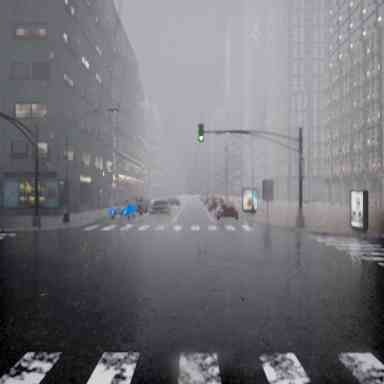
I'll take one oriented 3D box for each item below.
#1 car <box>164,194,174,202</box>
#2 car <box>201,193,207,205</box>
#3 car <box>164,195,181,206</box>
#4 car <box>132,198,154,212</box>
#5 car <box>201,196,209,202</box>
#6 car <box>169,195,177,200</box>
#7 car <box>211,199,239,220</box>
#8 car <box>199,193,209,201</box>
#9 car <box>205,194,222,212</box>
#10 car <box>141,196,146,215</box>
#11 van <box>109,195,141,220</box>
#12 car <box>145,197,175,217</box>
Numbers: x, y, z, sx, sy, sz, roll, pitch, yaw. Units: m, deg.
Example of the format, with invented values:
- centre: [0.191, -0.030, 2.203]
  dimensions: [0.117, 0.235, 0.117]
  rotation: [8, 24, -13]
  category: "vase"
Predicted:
- centre: [-5.392, 1.352, 77.002]
  dimensions: [1.967, 1.590, 4.097]
  rotation: [0, 0, 0]
  category: "car"
- centre: [2.906, 1.368, 54.860]
  dimensions: [1.967, 1.590, 4.097]
  rotation: [0, 0, 0]
  category: "car"
- centre: [-2.805, 1.478, 51.568]
  dimensions: [1.994, 1.385, 4.181]
  rotation: [0, 0, 0]
  category: "car"
- centre: [-5.538, 1.491, 38.310]
  dimensions: [1.887, 1.381, 4.507]
  rotation: [0, 0, 0]
  category: "car"
- centre: [2.987, 1.494, 76.970]
  dimensions: [1.802, 1.307, 4.206]
  rotation: [0, 0, 0]
  category: "car"
- centre: [-5.331, 1.470, 93.585]
  dimensions: [1.947, 1.339, 4.313]
  rotation: [0, 0, 0]
  category: "car"
- centre: [2.802, 1.542, 27.222]
  dimensions: [1.802, 1.307, 4.206]
  rotation: [0, 0, 0]
  category: "car"
- centre: [3.010, 1.224, 82.498]
  dimensions: [2.192, 1.841, 5.009]
  rotation: [0, 0, 0]
  category: "car"
- centre: [2.844, 1.386, 38.277]
  dimensions: [1.967, 1.590, 4.097]
  rotation: [0, 0, 0]
  category: "car"
- centre: [-5.557, 1.268, 32.782]
  dimensions: [2.192, 1.841, 5.009]
  rotation: [0, 0, 0]
  category: "car"
- centre: [-5.578, 1.301, 27.254]
  dimensions: [1.690, 1.788, 3.998]
  rotation: [0, 0, 0]
  category: "van"
- centre: [-2.882, 1.494, 31.120]
  dimensions: [1.837, 1.490, 4.892]
  rotation: [0, 0, 0]
  category: "car"
